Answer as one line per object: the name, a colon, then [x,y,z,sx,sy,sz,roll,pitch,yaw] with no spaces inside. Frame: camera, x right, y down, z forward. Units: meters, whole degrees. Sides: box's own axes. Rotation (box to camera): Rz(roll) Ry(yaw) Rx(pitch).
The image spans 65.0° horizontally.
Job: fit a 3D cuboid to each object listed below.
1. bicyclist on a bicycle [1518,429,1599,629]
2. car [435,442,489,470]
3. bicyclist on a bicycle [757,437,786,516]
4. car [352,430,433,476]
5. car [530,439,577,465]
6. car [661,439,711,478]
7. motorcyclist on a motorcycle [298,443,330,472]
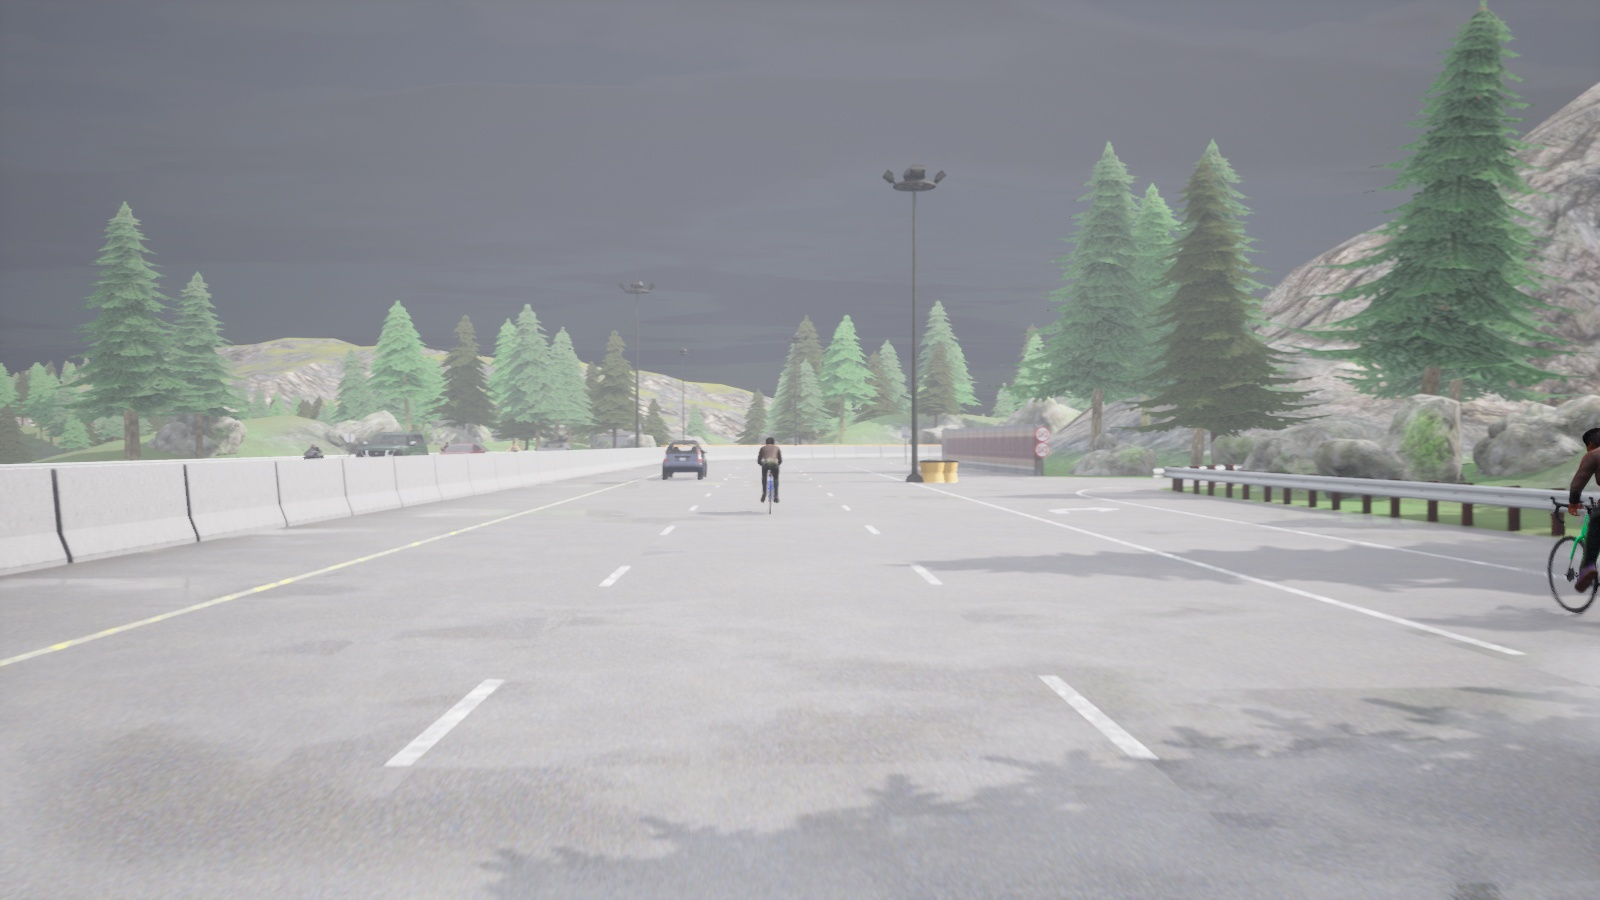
bicyclist on a bicycle: [6.780,0.643,10.490,0.582,1.620,1.656,0,0,-1]
car: [-19.306,0.310,71.926,1.882,1.535,5.008,0,0,-2]
bicyclist on a bicycle: [-0.609,0.549,26.692,0.582,1.620,1.656,0,0,-1]
car: [-18.955,0.128,58.704,2.150,2.045,5.566,0,0,-2]
car: [-16.073,0.122,82.120,2.242,1.667,4.611,0,0,-1]
car: [-4.804,0.342,53.251,1.851,1.617,3.988,0,0,-2]
motorcyclist on a motorcycle: [-26.228,0.388,67.792,0.866,1.530,2.191,0,0,0]
